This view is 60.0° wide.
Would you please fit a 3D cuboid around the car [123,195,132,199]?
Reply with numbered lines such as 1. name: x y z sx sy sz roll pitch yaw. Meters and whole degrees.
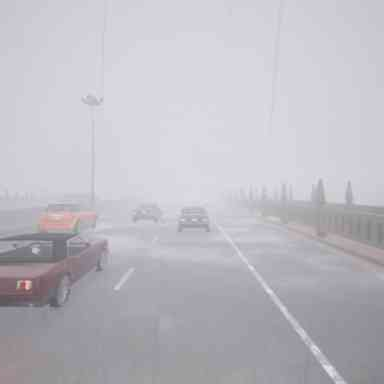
1. car: -16.852 1.547 87.207 1.994 1.385 4.181 0 0 2

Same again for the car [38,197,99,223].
1. car: -6.895 1.353 19.052 2.097 1.767 4.553 0 0 0

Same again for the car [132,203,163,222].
1. car: -3.393 1.549 25.926 2.033 1.411 5.357 0 0 0

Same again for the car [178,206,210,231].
1. car: 0.106 1.548 20.335 2.033 1.411 5.357 0 0 0

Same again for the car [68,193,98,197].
1. car: -14.067 1.226 44.327 2.150 2.045 5.566 0 0 0

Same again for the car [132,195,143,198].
1. car: -13.401 1.556 85.464 1.994 1.385 4.181 0 0 2

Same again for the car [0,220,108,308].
1. car: -3.398 1.601 7.846 1.895 1.301 4.718 0 0 0

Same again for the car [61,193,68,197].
1. car: -17.555 1.226 47.448 2.150 2.045 5.566 0 0 0
